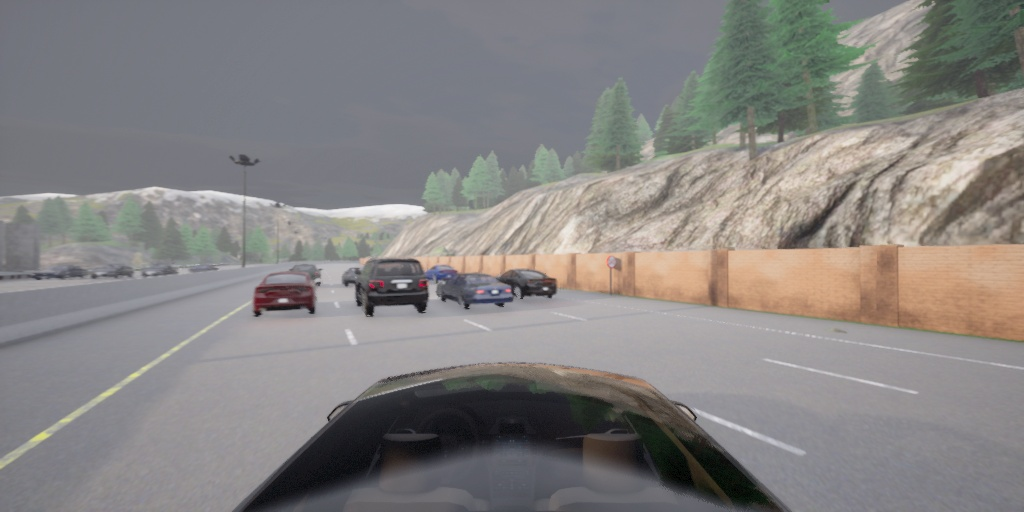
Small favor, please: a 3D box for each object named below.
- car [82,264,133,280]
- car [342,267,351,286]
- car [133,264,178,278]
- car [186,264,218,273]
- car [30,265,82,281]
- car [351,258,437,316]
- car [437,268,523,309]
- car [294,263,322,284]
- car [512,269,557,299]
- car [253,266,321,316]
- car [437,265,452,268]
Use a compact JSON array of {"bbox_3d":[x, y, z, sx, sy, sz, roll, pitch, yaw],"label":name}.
[{"bbox_3d":[-40.282,1.544,36.251,2.128,1.511,4.902,0,-1,-28],"label":"car"},{"bbox_3d":[-12.282,1.576,28.377,1.994,1.385,4.181,0,-1,-27],"label":"car"},{"bbox_3d":[-37.216,1.566,37.940,2.128,1.511,4.902,0,-1,-28],"label":"car"},{"bbox_3d":[-34.176,1.645,39.757,2.033,1.411,5.357,0,-1,-28],"label":"car"},{"bbox_3d":[-43.300,1.577,34.568,2.033,1.411,5.357,0,-1,-28],"label":"car"},{"bbox_3d":[-4.935,1.101,14.363,2.150,2.045,5.566,0,0,-28],"label":"car"},{"bbox_3d":[-1.831,1.445,15.976,2.033,1.411,5.357,0,-1,-28],"label":"car"},{"bbox_3d":[-15.327,1.340,26.642,2.097,1.767,4.553,0,-1,-27],"label":"car"},{"bbox_3d":[0.444,1.412,19.194,1.882,1.535,5.008,0,0,-28],"label":"car"},{"bbox_3d":[-8.779,1.345,14.173,1.882,1.535,5.008,0,0,-28],"label":"car"},{"bbox_3d":[-6.381,1.538,32.212,1.882,1.535,5.008,0,0,-27],"label":"car"}]
